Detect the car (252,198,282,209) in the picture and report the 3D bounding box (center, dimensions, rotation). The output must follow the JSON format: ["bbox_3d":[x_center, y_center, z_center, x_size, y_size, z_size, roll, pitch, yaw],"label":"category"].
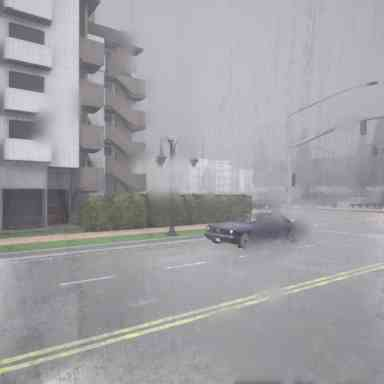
[{"bbox_3d":[8.787,1.504,41.250,1.837,1.490,4.892,0,0,-37],"label":"car"}]

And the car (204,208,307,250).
[{"bbox_3d":[2.836,1.601,14.529,4.718,1.301,1.895,0,0,-35],"label":"car"}]
